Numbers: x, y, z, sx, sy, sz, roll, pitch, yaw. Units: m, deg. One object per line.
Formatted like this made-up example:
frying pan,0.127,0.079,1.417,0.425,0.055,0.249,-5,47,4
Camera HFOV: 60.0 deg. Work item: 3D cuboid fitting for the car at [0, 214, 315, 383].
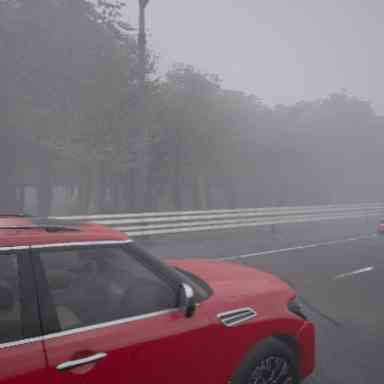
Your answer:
car,-1.350,1.221,2.784,5.566,2.045,2.150,0,0,-36

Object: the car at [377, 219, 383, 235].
car,10.909,1.535,15.863,5.357,1.411,2.033,0,0,-36

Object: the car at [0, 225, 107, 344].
car,-4.028,1.498,5.168,4.892,1.490,1.837,0,1,-36
